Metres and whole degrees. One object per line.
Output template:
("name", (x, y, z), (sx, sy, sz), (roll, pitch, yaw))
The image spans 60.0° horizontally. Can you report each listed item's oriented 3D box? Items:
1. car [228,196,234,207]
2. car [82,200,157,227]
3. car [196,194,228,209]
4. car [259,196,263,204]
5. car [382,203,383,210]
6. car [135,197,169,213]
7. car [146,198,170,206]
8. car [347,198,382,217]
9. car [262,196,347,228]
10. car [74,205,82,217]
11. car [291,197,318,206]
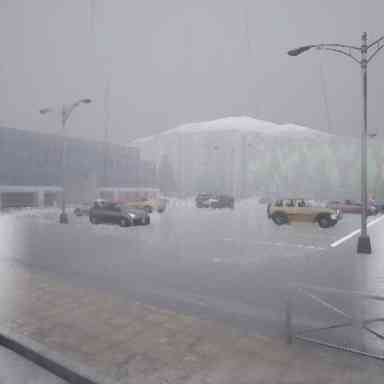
("car", (3.720, 1.287, 47.501), (4.605, 1.855, 1.932), (0, 0, 35))
("car", (-4.844, 1.487, 21.969), (4.514, 1.523, 2.007), (0, 0, 35))
("car", (2.375, 1.266, 44.893), (3.866, 1.878, 1.905), (0, 0, 35))
("car", (14.582, 1.563, 62.580), (3.633, 1.501, 1.845), (0, 0, 35))
("car", (20.939, 1.509, 39.716), (3.633, 1.501, 1.845), (0, 0, 35))
("car", (-5.026, 1.343, 34.456), (5.027, 1.636, 2.152), (0, 0, 35))
("car", (-6.458, 1.830, 62.969), (1.895, 1.301, 4.718), (0, 0, 35))
("car", (15.124, 1.487, 31.589), (4.514, 1.523, 2.007), (0, 0, 35))
("car", (7.337, 1.286, 21.840), (4.605, 1.855, 1.932), (0, 0, 35))
("car", (-8.475, 1.421, 29.035), (3.806, 1.475, 1.970), (0, 0, 35))
("car", (18.911, 1.574, 55.857), (3.806, 1.475, 1.970), (0, 0, 35))
